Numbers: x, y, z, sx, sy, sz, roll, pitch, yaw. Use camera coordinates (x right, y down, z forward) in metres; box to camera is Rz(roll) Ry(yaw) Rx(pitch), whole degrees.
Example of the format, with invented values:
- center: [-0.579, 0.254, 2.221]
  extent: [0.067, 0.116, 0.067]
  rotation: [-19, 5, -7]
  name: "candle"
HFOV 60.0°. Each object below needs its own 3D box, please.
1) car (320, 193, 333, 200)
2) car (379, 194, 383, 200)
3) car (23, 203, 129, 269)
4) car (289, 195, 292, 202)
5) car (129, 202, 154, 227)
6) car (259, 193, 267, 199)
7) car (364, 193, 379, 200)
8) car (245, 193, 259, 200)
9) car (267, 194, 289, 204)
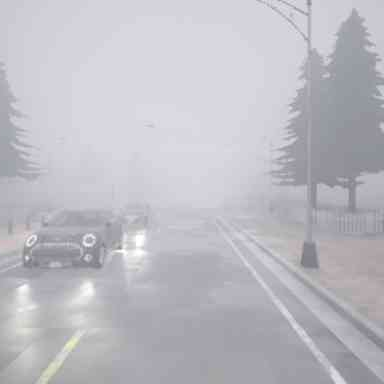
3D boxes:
- center: [28.719, 0.984, 71.292]
  extent: [1.845, 1.501, 3.633]
  rotation: [0, 0, 0]
  name: "car"
- center: [32.250, 0.831, 52.727]
  extent: [1.932, 1.855, 4.605]
  rotation: [0, 0, 0]
  name: "car"
- center: [-3.641, 1.313, 10.985]
  extent: [2.097, 1.767, 4.553]
  rotation: [0, 0, -1]
  name: "car"
- center: [16.679, 1.112, 60.352]
  extent: [1.970, 1.475, 3.806]
  rotation: [0, 0, 0]
  name: "car"
- center: [-3.618, 1.413, 22.110]
  extent: [2.128, 1.511, 4.902]
  rotation: [0, 0, 0]
  name: "car"
- center: [16.906, 0.983, 79.017]
  extent: [2.152, 1.636, 5.027]
  rotation: [0, 0, 0]
  name: "car"
- center: [38.711, 0.946, 71.207]
  extent: [2.007, 1.523, 4.514]
  rotation: [0, 0, 0]
  name: "car"
- center: [13.769, 0.997, 78.978]
  extent: [2.007, 1.523, 4.514]
  rotation: [0, 0, 0]
  name: "car"
- center: [13.667, 1.137, 52.945]
  extent: [1.845, 1.501, 3.633]
  rotation: [0, 0, 0]
  name: "car"
